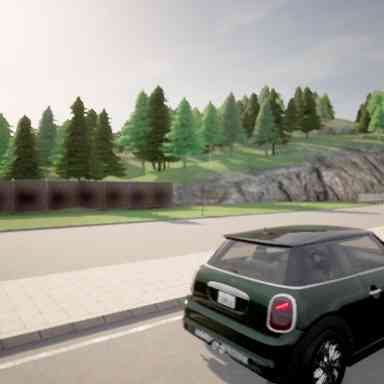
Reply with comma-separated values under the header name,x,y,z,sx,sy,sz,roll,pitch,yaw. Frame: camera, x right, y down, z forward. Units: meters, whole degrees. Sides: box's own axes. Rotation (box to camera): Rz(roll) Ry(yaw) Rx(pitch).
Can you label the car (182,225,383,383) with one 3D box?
name,x,y,z,sx,sy,sz,roll,pitch,yaw
car,2.149,1.307,5.278,4.553,1.767,2.097,-1,0,-35
